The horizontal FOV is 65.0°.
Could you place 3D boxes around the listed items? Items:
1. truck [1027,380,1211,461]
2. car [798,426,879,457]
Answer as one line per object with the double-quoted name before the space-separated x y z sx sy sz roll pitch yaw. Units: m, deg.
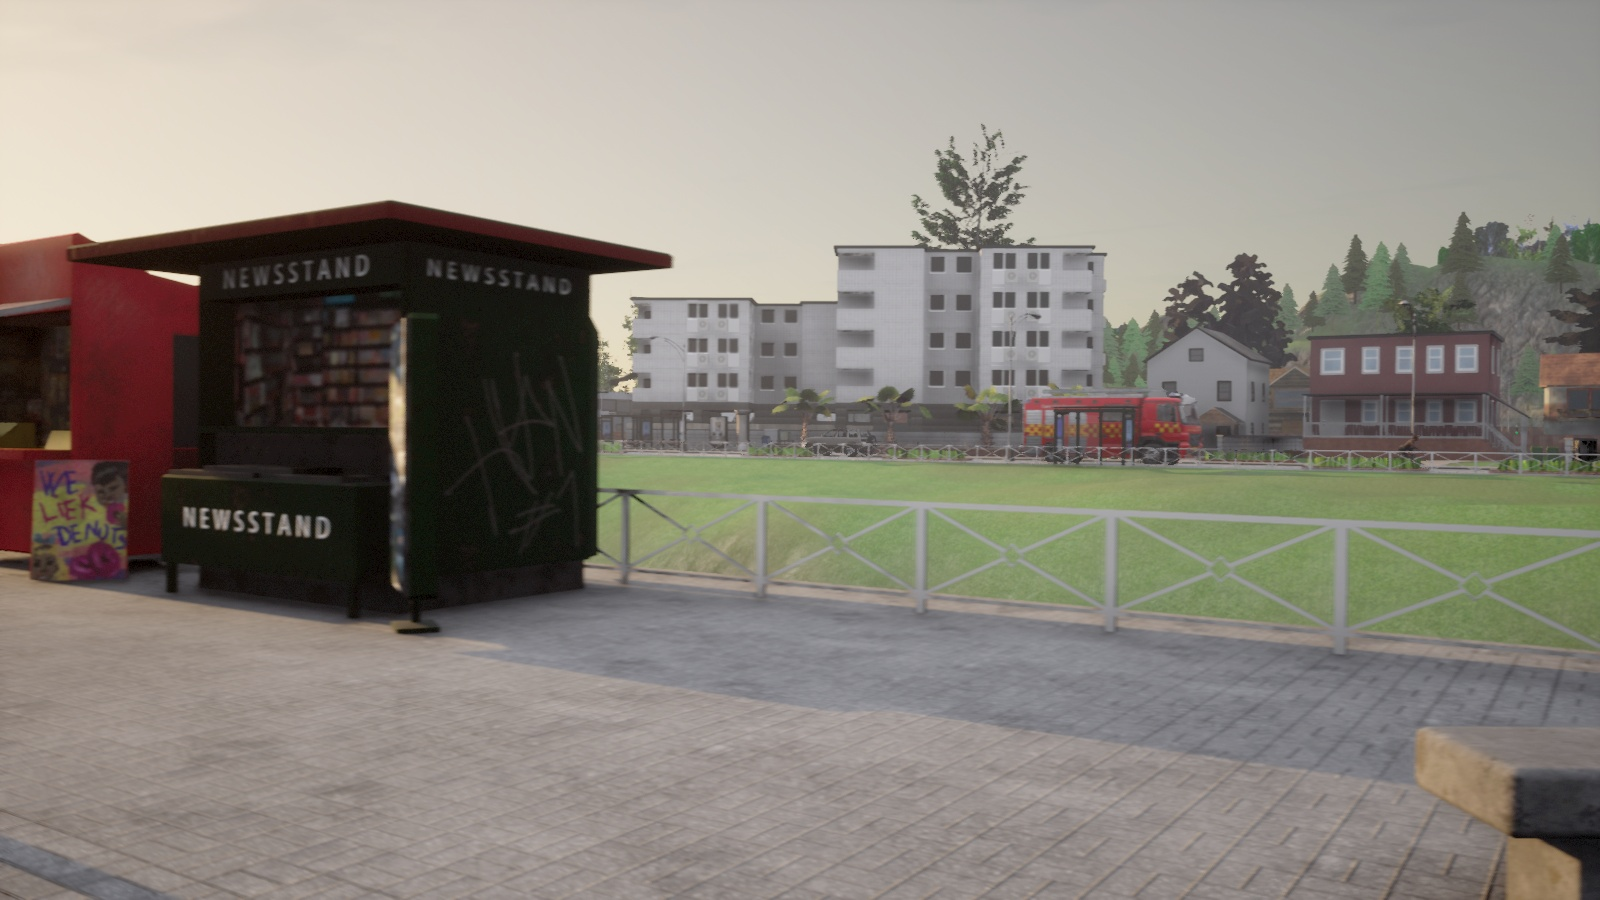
"truck" 15.900 -1.436 62.907 8.468 3.827 2.891 0 1 34
"car" 2.323 -0.521 76.753 4.605 1.855 1.932 0 1 34
